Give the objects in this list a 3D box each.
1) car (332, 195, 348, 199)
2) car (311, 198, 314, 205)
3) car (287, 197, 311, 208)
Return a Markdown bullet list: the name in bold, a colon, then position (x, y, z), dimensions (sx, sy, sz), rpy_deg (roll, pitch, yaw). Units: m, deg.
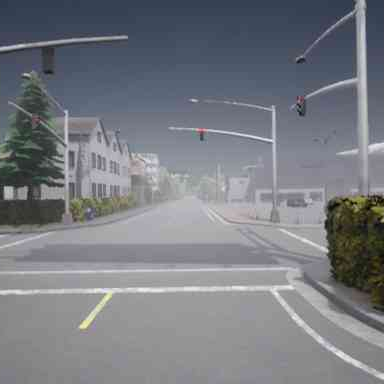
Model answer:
- **car**: position (25.476, 1.347, 56.573), dimensions (2.152, 1.636, 5.027), rpy_deg (-1, -1, 0)
- **car**: position (19.061, 1.519, 56.231), dimensions (1.970, 1.475, 3.806), rpy_deg (-1, -1, 0)
- **car**: position (15.418, 1.574, 49.172), dimensions (2.007, 1.523, 4.514), rpy_deg (-1, -1, 0)
